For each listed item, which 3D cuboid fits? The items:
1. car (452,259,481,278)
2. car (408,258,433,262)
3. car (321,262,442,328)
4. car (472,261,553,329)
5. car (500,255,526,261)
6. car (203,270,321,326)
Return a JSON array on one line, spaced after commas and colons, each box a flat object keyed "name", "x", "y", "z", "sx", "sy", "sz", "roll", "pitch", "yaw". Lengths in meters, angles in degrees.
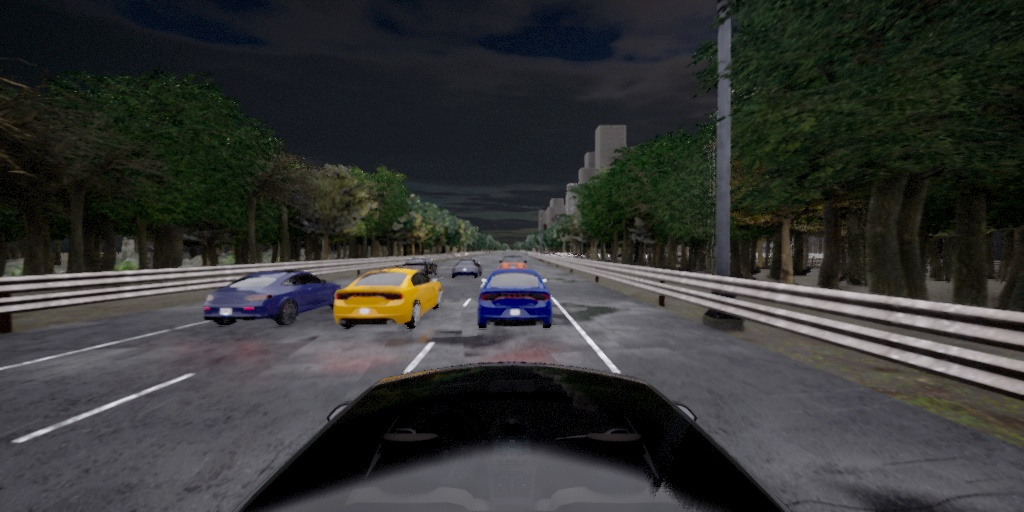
[{"name": "car", "x": -3.435, "y": 0.934, "z": 28.054, "sx": 1.994, "sy": 1.385, "sz": 4.181, "roll": 0, "pitch": 1, "yaw": 0}, {"name": "car", "x": -6.936, "y": 0.870, "z": 27.508, "sx": 2.128, "sy": 1.511, "sz": 4.902, "roll": 0, "pitch": 1, "yaw": 0}, {"name": "car", "x": -3.427, "y": 1.099, "z": 10.846, "sx": 1.882, "sy": 1.535, "sz": 5.008, "roll": 0, "pitch": 1, "yaw": 0}, {"name": "car", "x": 0.070, "y": 1.101, "z": 10.735, "sx": 1.882, "sy": 1.535, "sz": 5.008, "roll": 0, "pitch": 1, "yaw": 0}, {"name": "car", "x": 0.063, "y": 0.733, "z": 27.287, "sx": 2.097, "sy": 1.767, "sz": 4.553, "roll": 0, "pitch": 1, "yaw": 0}, {"name": "car", "x": -6.929, "y": 1.146, "z": 10.985, "sx": 1.812, "sy": 1.442, "sz": 4.674, "roll": 0, "pitch": 1, "yaw": 0}]
